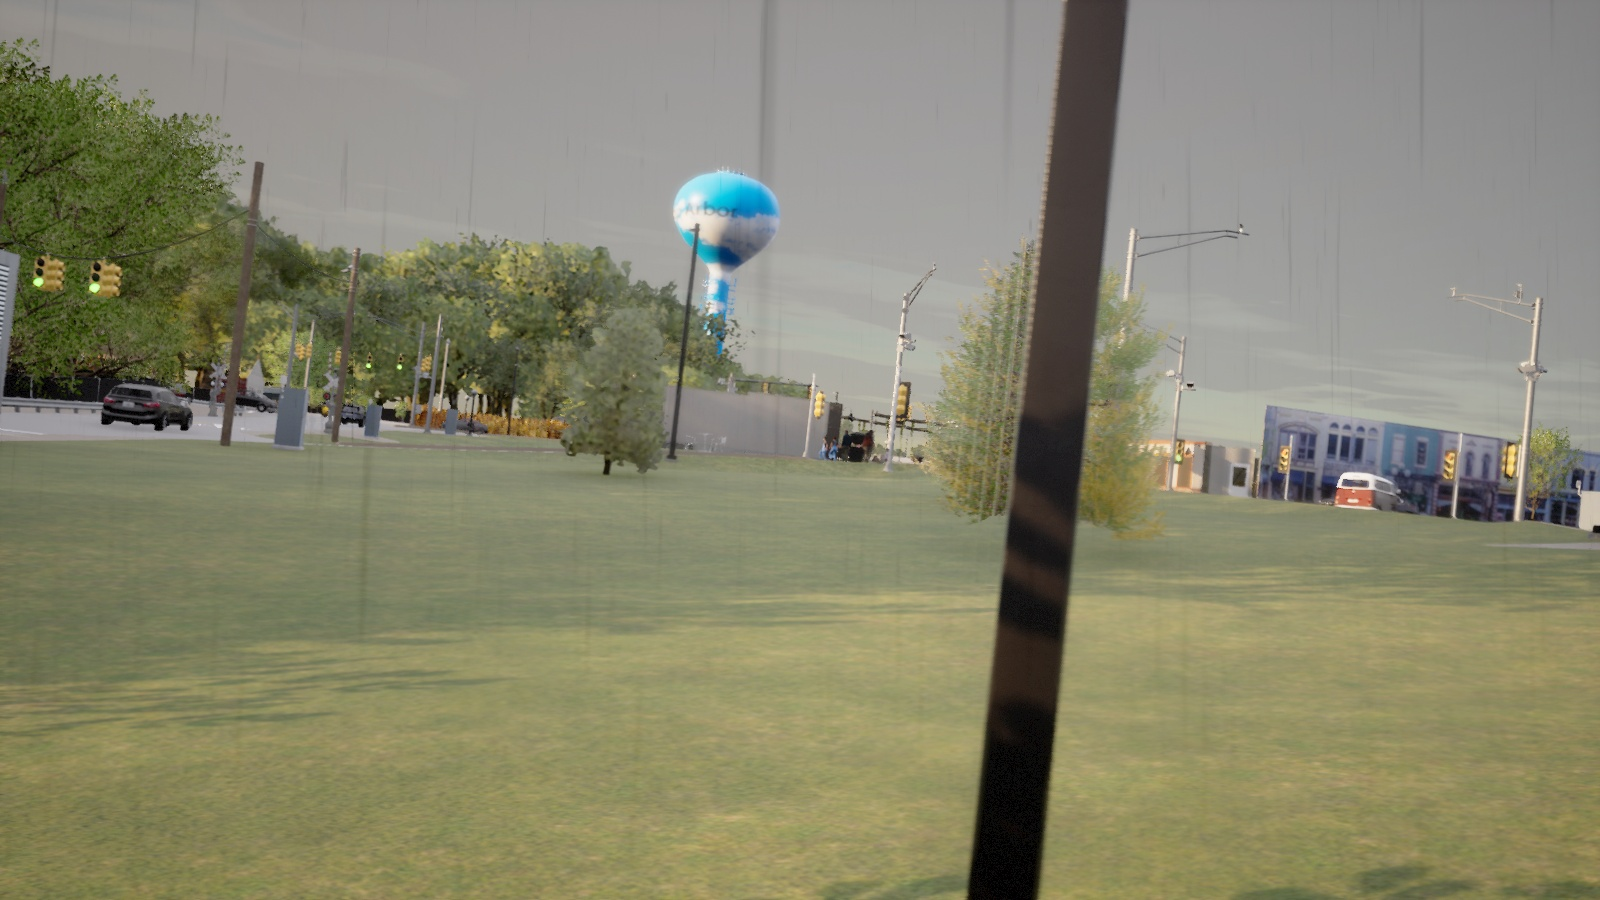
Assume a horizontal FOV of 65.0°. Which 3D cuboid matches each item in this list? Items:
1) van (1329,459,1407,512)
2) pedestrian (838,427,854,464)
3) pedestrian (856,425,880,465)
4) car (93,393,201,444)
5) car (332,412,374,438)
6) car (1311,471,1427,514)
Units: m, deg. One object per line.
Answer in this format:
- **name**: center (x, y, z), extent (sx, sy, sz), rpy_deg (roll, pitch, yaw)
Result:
- **van**: center (25.749, 1.619, 56.855), extent (2.069, 2.038, 4.480), rpy_deg (2, -3, 39)
- **pedestrian**: center (2.392, -0.237, 65.333), extent (0.402, 1.842, 0.726), rpy_deg (6, -2, -23)
- **pedestrian**: center (3.312, -0.234, 61.172), extent (0.899, 1.844, 0.634), rpy_deg (5, -2, -16)
- **car**: center (-25.445, -1.207, 49.138), extent (2.242, 1.667, 4.611), rpy_deg (6, 0, -9)
- **car**: center (-32.728, -1.865, 92.035), extent (2.033, 1.649, 4.856), rpy_deg (6, 0, -10)
- **car**: center (28.686, 2.127, 63.301), extent (5.027, 1.651, 2.152), rpy_deg (6, -2, -16)
